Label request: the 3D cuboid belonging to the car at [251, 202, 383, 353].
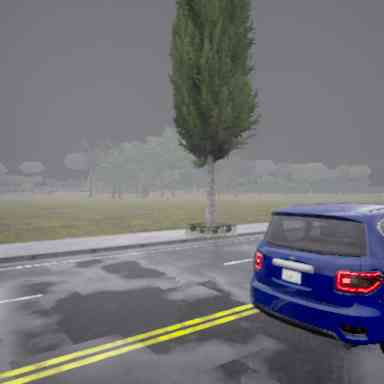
[{"bbox_3d":[3.540,1.208,6.028,5.566,2.045,2.150,-1,0,-35],"label":"car"}]
